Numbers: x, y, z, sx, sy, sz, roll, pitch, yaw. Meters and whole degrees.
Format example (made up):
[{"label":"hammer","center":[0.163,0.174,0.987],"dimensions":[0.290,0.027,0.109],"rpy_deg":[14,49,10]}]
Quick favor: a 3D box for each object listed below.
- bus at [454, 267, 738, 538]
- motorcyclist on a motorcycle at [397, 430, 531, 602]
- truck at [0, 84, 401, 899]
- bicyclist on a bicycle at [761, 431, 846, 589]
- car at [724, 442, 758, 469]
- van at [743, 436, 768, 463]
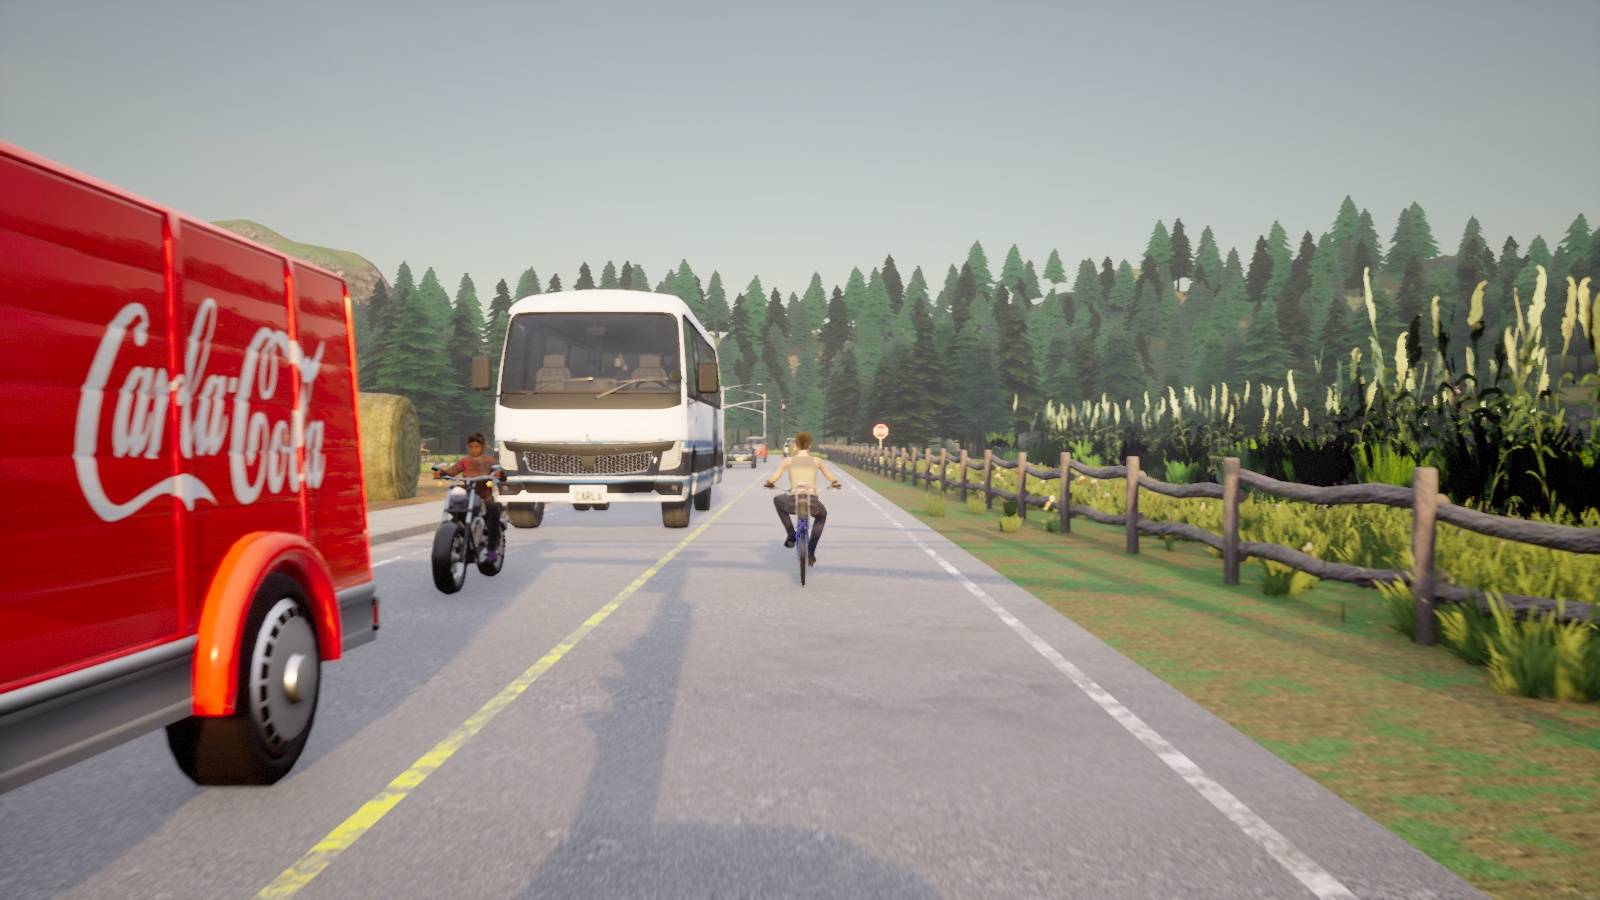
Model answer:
[{"label":"bus","center":[-3.454,-0.773,24.865],"dimensions":[3.944,4.253,10.273],"rpy_deg":[0,0,0]},{"label":"motorcyclist on a motorcycle","center":[-3.472,0.620,13.210],"dimensions":[0.766,1.649,2.350],"rpy_deg":[0,0,0]},{"label":"truck","center":[-3.488,0.233,4.230],"dimensions":[2.627,2.467,5.204],"rpy_deg":[0,0,0]},{"label":"bicyclist on a bicycle","center":[0.034,0.607,13.529],"dimensions":[0.866,1.612,1.509],"rpy_deg":[0,0,0]},{"label":"car","center":[-3.386,0.311,73.072],"dimensions":[1.789,1.549,3.705],"rpy_deg":[0,0,0]},{"label":"van","center":[-3.354,-0.042,95.697],"dimensions":[1.775,1.987,4.442],"rpy_deg":[0,0,0]}]
